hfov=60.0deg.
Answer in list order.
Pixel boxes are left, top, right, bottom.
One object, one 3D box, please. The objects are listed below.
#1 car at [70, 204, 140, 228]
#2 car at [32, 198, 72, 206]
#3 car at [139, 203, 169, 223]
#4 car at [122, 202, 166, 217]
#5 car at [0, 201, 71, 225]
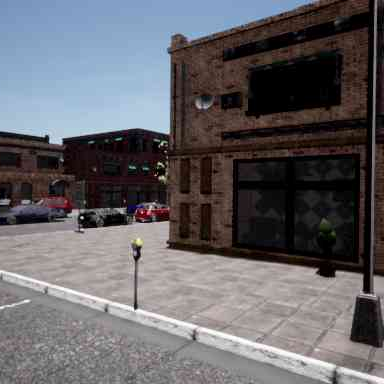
[{"bbox_3d":[-6.213,1.797,24.172,1.947,1.339,4.313,0,0,36],"label":"car"},{"bbox_3d":[-12.968,1.415,29.127,2.192,1.841,5.009,0,0,36],"label":"car"},{"bbox_3d":[-2.931,1.724,28.647,1.967,1.590,4.097,0,0,36],"label":"car"},{"bbox_3d":[-5.055,1.835,35.538,1.895,1.301,4.718,1,0,36],"label":"car"},{"bbox_3d":[-12.464,1.662,25.474,2.033,1.411,5.357,1,0,37],"label":"car"}]
